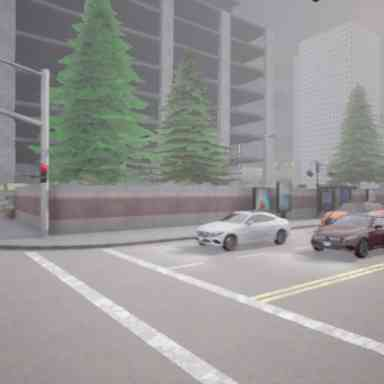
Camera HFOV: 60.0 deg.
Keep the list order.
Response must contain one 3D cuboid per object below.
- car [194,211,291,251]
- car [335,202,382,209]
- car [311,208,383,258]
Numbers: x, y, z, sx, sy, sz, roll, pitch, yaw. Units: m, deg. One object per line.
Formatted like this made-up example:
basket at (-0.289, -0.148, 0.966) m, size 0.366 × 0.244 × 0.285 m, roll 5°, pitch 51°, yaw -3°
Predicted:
car at (2.279, 1.541, 14.228) m, size 4.674 × 1.442 × 1.812 m, roll 0°, pitch 0°, yaw -34°
car at (9.556, 1.376, 19.432) m, size 4.553 × 1.767 × 2.097 m, roll 0°, pitch 0°, yaw -36°
car at (6.627, 1.555, 13.017) m, size 4.674 × 1.442 × 1.812 m, roll 0°, pitch 0°, yaw -36°
